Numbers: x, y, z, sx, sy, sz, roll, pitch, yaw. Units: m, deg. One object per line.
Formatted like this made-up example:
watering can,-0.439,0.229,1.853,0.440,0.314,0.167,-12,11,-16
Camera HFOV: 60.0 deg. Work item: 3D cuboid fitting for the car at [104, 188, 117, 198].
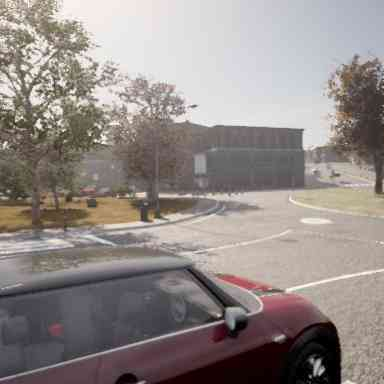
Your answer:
car,-12.970,0.210,50.721,2.231,1.521,4.892,-1,2,16

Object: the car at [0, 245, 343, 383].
car,-0.543,1.349,3.304,4.553,1.767,2.097,0,0,-35

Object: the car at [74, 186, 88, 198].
car,-15.388,-0.003,52.435,2.435,2.045,5.566,-1,2,16
